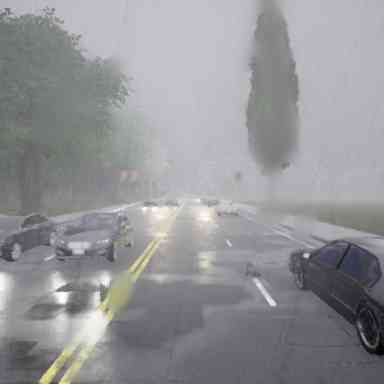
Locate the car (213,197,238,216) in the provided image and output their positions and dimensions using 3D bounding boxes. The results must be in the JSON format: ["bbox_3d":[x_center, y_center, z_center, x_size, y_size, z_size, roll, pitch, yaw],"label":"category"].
[{"bbox_3d":[3.354,1.550,32.682,1.812,1.442,4.674,0,0,0],"label":"car"}]

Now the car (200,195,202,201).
[{"bbox_3d":[3.262,1.581,71.080,1.812,1.442,4.674,0,0,0],"label":"car"}]

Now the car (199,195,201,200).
[{"bbox_3d":[3.264,1.628,82.080,1.994,1.385,4.181,0,0,0],"label":"car"}]

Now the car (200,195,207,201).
[{"bbox_3d":[3.266,1.601,93.080,1.812,1.442,4.674,0,0,0],"label":"car"}]

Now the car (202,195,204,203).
[{"bbox_3d":[3.260,1.610,60.080,1.994,1.385,4.181,0,0,0],"label":"car"}]

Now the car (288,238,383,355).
[{"bbox_3d":[3.349,1.551,5.993,2.033,1.411,5.357,0,0,0],"label":"car"}]

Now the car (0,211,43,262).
[{"bbox_3d":[-6.596,1.514,12.261,1.837,1.490,4.892,0,0,0],"label":"car"}]

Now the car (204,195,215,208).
[{"bbox_3d":[3.258,1.529,49.079,2.128,1.511,4.902,0,0,0],"label":"car"}]

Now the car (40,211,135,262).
[{"bbox_3d":[-3.347,1.500,12.260,2.128,1.511,4.902,0,0,0],"label":"car"}]

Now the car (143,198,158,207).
[{"bbox_3d":[-6.553,1.642,52.865,1.895,1.301,4.718,0,0,1],"label":"car"}]

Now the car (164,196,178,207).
[{"bbox_3d":[-3.305,1.393,52.955,2.097,1.767,4.553,0,0,0],"label":"car"}]
